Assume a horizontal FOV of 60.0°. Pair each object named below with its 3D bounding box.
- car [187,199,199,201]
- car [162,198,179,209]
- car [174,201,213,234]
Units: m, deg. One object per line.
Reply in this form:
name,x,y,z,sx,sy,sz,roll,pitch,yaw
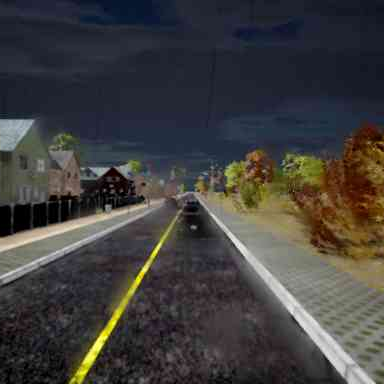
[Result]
car,0.110,1.504,38.866,2.128,1.511,4.902,0,0,0
car,-2.816,1.521,44.568,1.837,1.490,4.892,0,0,0
car,0.104,1.512,19.026,1.837,1.490,4.892,0,1,0
